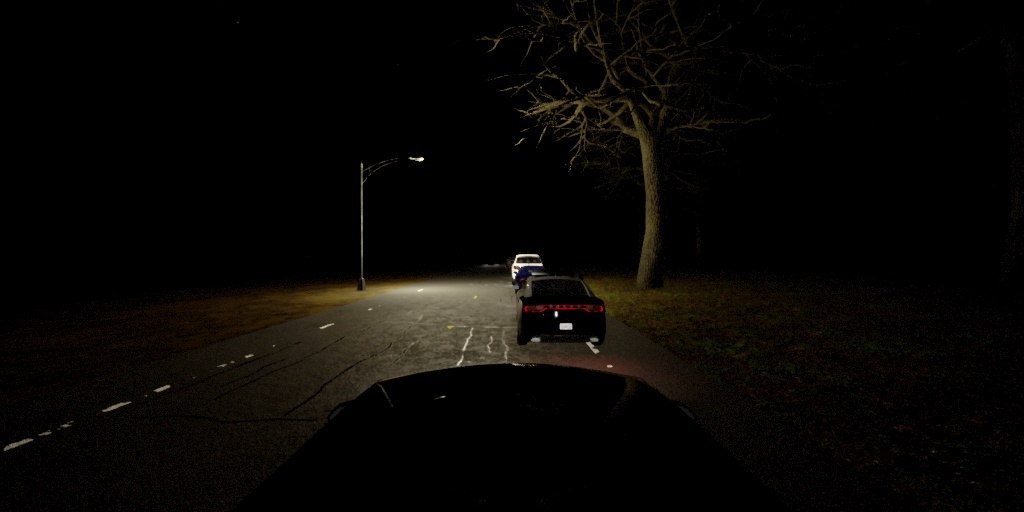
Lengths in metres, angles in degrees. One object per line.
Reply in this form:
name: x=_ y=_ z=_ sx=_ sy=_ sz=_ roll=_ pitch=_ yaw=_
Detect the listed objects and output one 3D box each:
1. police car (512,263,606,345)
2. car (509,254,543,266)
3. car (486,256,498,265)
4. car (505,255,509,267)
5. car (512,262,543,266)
police car: x=1.057 y=1.164 z=9.591 sx=1.930 sy=1.638 sz=5.238 roll=0 pitch=0 yaw=0
car: x=1.072 y=0.909 z=25.512 sx=2.150 sy=2.045 sz=5.566 roll=0 pitch=0 yaw=0
car: x=-3.445 y=0.787 z=61.257 sx=1.837 sy=1.490 sz=4.892 roll=0 pitch=1 yaw=0
car: x=0.111 y=0.912 z=54.487 sx=1.812 sy=1.442 sz=4.674 roll=0 pitch=1 yaw=0
car: x=1.066 y=1.237 z=19.482 sx=1.812 sy=1.442 sz=4.674 roll=0 pitch=0 yaw=0
